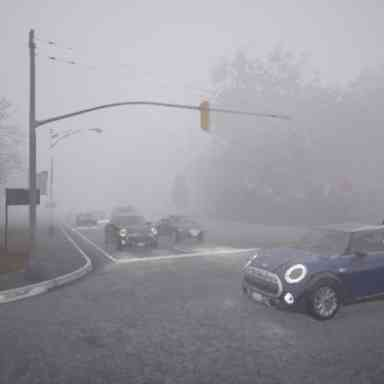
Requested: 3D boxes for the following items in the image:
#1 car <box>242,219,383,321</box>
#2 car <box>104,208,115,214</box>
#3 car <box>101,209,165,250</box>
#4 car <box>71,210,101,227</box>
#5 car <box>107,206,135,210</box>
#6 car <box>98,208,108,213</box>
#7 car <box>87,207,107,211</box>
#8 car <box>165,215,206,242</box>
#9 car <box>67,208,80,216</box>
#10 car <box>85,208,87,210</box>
[{"bbox_3d":[3.435,1.561,7.710,4.553,1.767,2.097,0,-2,-21],"label":"car"},{"bbox_3d":[-20.010,4.606,80.756,1.812,1.442,4.674,0,-2,-24],"label":"car"},{"bbox_3d":[-3.379,2.034,18.102,2.097,1.767,4.553,0,-2,-24],"label":"car"},{"bbox_3d":[-11.563,2.985,36.258,2.033,1.411,5.357,0,-2,-24],"label":"car"},{"bbox_3d":[-6.848,2.509,34.310,2.150,2.045,5.566,0,-2,-24],"label":"car"},{"bbox_3d":[-24.134,5.005,89.899,1.895,1.301,4.718,0,-2,-24],"label":"car"},{"bbox_3d":[-14.759,3.536,52.090,2.128,1.511,4.902,0,-2,-24],"label":"car"},{"bbox_3d":[-0.826,2.223,20.954,2.128,1.511,4.902,0,-2,-24],"label":"car"},{"bbox_3d":[-17.957,3.128,50.664,1.882,1.535,5.008,0,-2,-24],"label":"car"},{"bbox_3d":[-27.306,4.782,88.417,2.097,1.767,4.553,0,-2,-24],"label":"car"}]
